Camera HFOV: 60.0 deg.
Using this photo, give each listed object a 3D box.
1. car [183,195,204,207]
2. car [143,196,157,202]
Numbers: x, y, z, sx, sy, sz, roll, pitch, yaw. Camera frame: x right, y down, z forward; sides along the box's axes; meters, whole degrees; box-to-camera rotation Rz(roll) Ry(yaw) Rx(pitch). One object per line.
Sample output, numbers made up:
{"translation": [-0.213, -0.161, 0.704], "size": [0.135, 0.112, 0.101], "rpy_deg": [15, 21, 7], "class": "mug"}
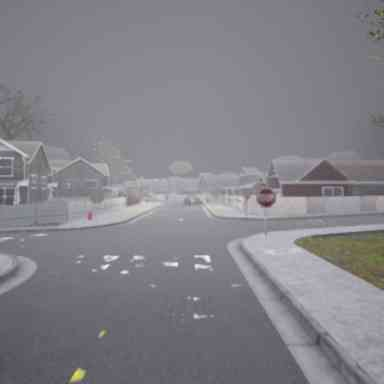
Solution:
{"translation": [0.159, 1.177, 49.778], "size": [2.097, 1.767, 4.553], "rpy_deg": [0, 0, -18], "class": "car"}
{"translation": [-9.361, 1.482, 73.615], "size": [1.895, 1.301, 4.718], "rpy_deg": [0, 0, -23], "class": "car"}
